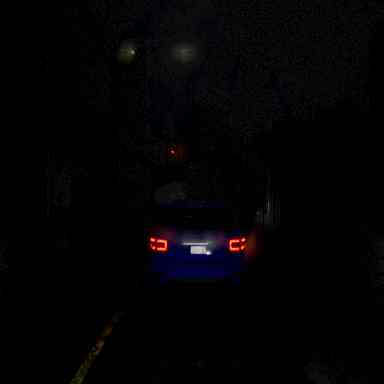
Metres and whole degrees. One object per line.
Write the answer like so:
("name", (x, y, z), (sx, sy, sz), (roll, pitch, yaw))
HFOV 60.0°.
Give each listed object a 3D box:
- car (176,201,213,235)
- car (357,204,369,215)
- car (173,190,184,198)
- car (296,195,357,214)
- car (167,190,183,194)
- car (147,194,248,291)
("car", (0.119, 1.390, 19.125), (1.837, 1.490, 4.892), (0, 1, -1))
("car", (18.218, 1.527, 32.402), (4.206, 1.307, 1.802), (1, 0, 0))
("car", (-2.578, 0.353, 64.872), (1.895, 1.301, 4.718), (0, 2, 1))
("car", (12.820, 1.183, 32.409), (5.009, 1.841, 2.192), (1, 0, 0))
("car", (-2.712, 0.834, 45.161), (2.128, 1.511, 4.902), (0, 2, -1))
("car", (0.111, 1.196, 9.099), (2.150, 2.045, 5.566), (0, 0, 0))
